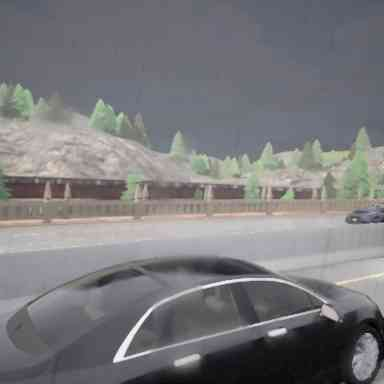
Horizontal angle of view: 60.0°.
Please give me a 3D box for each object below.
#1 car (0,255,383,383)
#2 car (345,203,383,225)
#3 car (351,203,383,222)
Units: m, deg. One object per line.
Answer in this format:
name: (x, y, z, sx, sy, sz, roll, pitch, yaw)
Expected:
car: (0.266, 1.500, 3.745, 4.892, 1.490, 1.837, 0, 0, -34)
car: (12.317, 1.606, 22.150, 4.181, 1.385, 1.994, 0, 0, -22)
car: (15.963, 1.613, 27.341, 5.357, 1.411, 2.033, 0, 0, -20)
